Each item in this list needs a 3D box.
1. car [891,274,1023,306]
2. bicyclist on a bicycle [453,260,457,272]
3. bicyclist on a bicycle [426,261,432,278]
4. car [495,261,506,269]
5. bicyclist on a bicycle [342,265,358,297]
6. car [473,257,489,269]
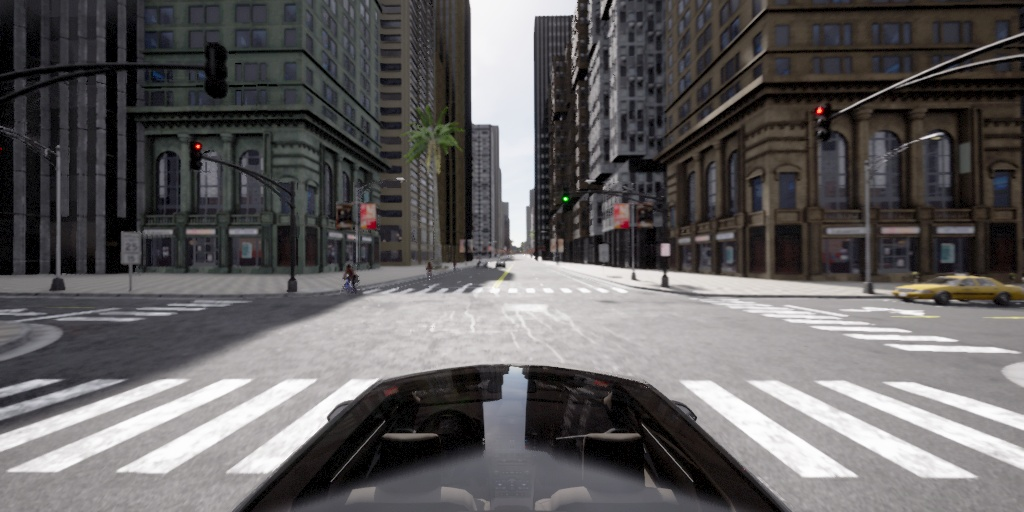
[{"bbox_3d":[20.920,1.520,16.919,4.829,1.417,1.751,0,0,1],"label":"car"},{"bbox_3d":[-7.780,1.394,48.702,0.582,1.620,1.656,0,0,1],"label":"bicyclist on a bicycle"},{"bbox_3d":[-8.053,1.356,35.009,0.582,1.620,1.656,0,0,1],"label":"bicyclist on a bicycle"},{"bbox_3d":[-2.007,1.549,63.806,1.895,1.301,4.718,0,0,1],"label":"car"},{"bbox_3d":[-8.404,1.290,18.622,0.582,1.620,1.656,-1,0,1],"label":"bicyclist on a bicycle"},{"bbox_3d":[-5.256,1.462,63.899,2.128,1.511,4.902,0,0,1],"label":"car"}]
